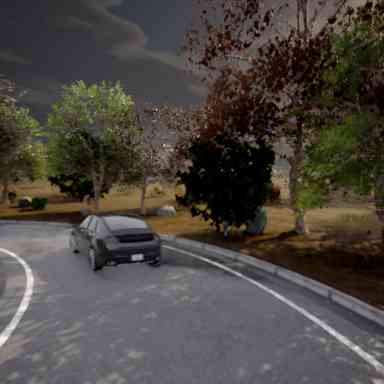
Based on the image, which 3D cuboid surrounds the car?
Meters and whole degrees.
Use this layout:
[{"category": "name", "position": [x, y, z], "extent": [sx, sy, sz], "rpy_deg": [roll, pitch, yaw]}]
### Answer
[{"category": "car", "position": [-2.588, 1.393, 10.634], "extent": [1.837, 1.490, 4.892], "rpy_deg": [0, 1, -30]}]
